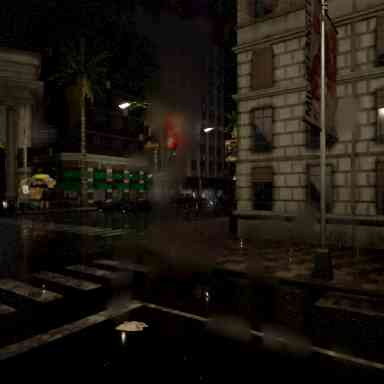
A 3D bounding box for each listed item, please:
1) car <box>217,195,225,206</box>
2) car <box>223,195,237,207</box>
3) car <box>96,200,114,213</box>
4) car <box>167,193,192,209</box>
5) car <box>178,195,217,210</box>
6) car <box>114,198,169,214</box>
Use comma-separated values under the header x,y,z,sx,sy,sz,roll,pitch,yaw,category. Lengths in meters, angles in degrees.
x,y,z,sx,sy,sz,roll,pitch,yaw,category
4.488,1.349,53.489,4.553,1.767,2.097,0,0,-45,car
7.407,1.599,51.453,4.718,1.301,1.895,0,0,-43,car
-8.182,1.545,37.479,2.033,1.411,5.357,0,0,36,car
-1.938,1.219,45.899,2.150,2.045,5.566,0,0,38,car
0.794,1.502,43.689,1.837,1.490,4.892,0,0,38,car
-5.288,1.545,35.510,2.033,1.411,5.357,0,0,36,car
